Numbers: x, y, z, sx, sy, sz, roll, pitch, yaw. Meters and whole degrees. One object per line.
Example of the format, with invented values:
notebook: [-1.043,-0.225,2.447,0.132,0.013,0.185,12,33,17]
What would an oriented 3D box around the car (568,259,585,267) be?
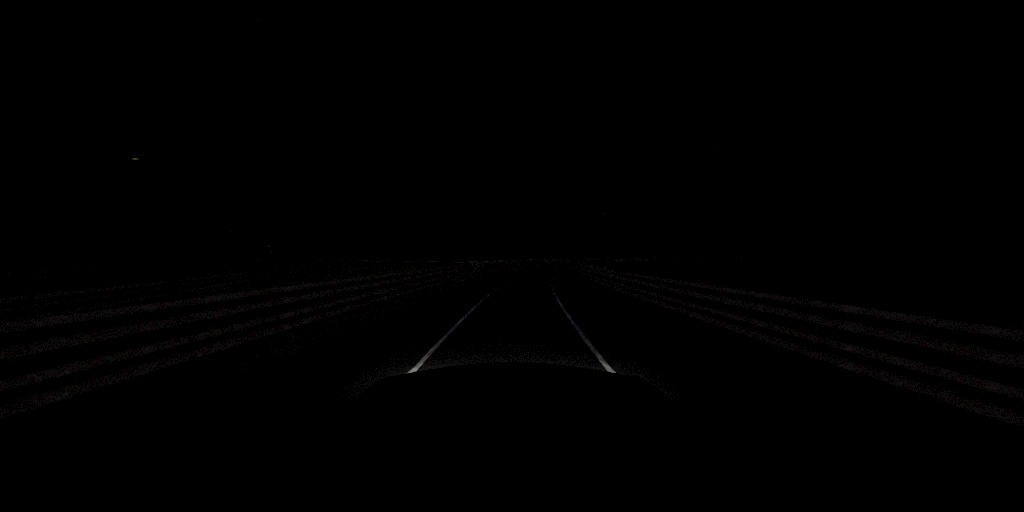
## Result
car: [11.049,1.173,61.358,2.128,1.511,4.902,1,0,28]
